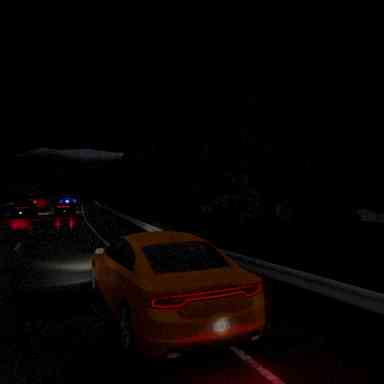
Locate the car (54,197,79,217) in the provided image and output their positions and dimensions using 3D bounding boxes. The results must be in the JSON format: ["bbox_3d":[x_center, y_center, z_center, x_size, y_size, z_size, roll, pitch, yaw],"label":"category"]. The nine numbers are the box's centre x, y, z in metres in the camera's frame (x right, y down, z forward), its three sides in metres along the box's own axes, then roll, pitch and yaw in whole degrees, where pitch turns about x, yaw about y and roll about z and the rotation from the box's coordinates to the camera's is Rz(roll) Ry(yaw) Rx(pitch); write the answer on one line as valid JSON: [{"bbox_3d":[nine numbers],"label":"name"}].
[{"bbox_3d":[-11.984,1.492,31.525,2.128,1.511,4.902,0,0,-19],"label":"car"}]

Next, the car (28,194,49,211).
[{"bbox_3d":[-18.582,1.221,40.025,2.150,2.045,5.566,0,0,-19],"label":"car"}]

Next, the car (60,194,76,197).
[{"bbox_3d":[-15.419,1.221,41.423,2.150,2.045,5.566,0,0,-18],"label":"car"}]

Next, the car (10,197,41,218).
[{"bbox_3d":[-15.157,1.505,30.132,1.837,1.490,4.892,0,0,-19],"label":"car"}]

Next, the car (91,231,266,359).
[{"bbox_3d":[-0.677,1.478,6.302,1.882,1.535,5.008,0,0,-25],"label":"car"}]
